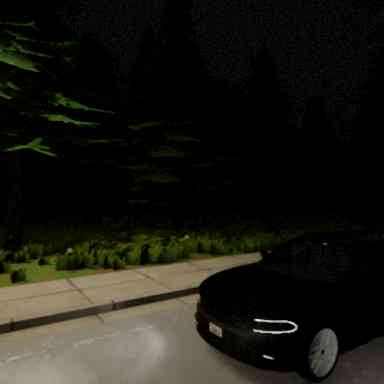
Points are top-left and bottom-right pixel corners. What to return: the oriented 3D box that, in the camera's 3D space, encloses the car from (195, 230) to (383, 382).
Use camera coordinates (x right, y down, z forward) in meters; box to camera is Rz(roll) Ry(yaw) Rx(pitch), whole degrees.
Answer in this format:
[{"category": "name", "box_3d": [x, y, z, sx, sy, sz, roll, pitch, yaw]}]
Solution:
[{"category": "car", "box_3d": [2.376, 1.451, 5.543, 5.008, 1.535, 1.882, 0, 0, -34]}]
